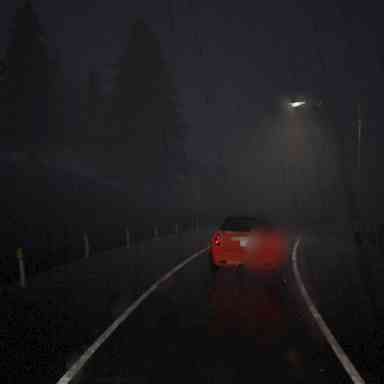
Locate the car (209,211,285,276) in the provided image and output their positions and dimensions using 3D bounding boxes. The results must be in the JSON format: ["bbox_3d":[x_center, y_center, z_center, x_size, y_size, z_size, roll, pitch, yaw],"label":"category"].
[{"bbox_3d":[1.981,1.479,11.115,2.097,1.767,4.553,1,-1,14],"label":"car"}]

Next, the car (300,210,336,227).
[{"bbox_3d":[11.982,2.438,31.473,2.033,1.411,5.357,2,-1,39],"label":"car"}]
